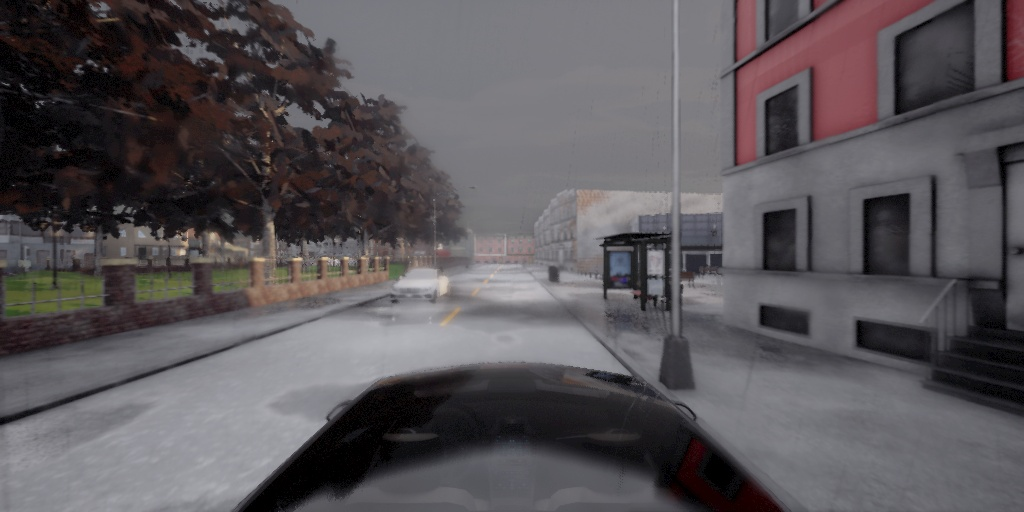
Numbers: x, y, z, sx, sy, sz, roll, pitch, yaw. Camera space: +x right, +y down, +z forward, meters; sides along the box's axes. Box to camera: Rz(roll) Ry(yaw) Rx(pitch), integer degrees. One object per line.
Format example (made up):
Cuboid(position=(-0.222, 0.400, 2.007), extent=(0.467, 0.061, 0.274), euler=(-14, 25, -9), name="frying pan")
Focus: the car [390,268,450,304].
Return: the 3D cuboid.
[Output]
Cuboid(position=(-4.024, 1.279, 16.395), extent=(1.812, 1.442, 4.674), euler=(0, 0, 0), name="car")
